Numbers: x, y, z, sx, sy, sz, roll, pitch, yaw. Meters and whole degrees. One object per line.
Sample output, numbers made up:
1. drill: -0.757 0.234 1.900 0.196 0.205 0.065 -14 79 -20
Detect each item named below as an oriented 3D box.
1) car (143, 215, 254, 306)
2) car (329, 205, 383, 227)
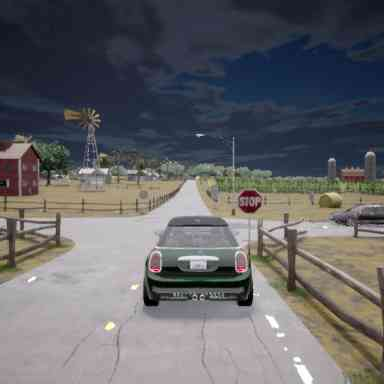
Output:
1. car: 0.121 1.346 8.160 2.097 1.767 4.553 0 0 0
2. car: 12.252 1.669 23.472 4.892 1.490 1.837 1 2 0
